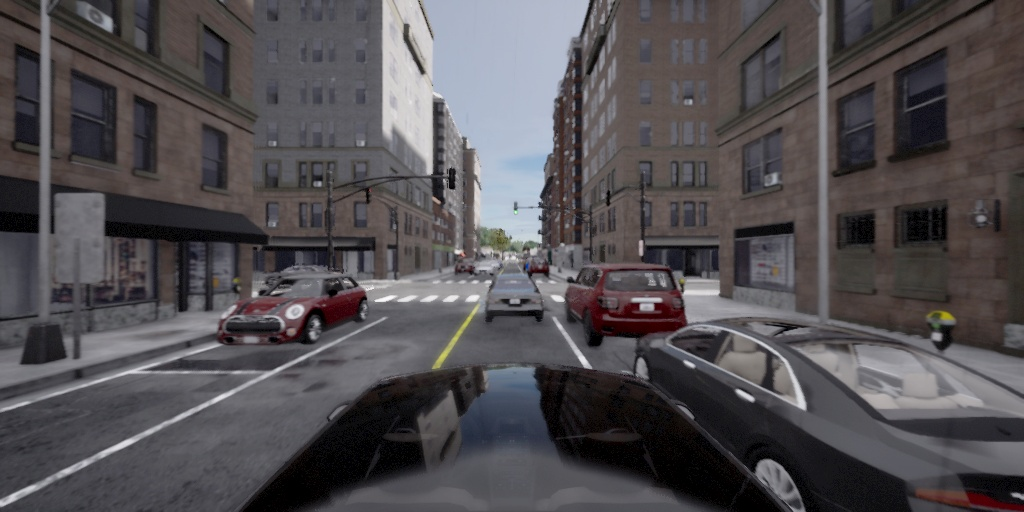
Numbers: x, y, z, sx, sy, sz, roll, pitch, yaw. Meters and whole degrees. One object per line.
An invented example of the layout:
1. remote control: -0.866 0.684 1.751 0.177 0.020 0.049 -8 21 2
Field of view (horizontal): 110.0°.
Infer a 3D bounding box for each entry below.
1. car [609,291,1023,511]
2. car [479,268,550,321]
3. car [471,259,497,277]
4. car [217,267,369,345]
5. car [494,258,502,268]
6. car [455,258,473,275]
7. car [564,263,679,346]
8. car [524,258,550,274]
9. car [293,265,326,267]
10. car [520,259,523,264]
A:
1. car: 2.637 1.306 3.711 2.007 1.370 4.403 0 0 0
2. car: 0.028 1.328 12.560 2.033 1.411 5.357 0 0 -1
3. car: -2.846 1.377 37.347 1.812 1.442 4.674 0 0 0
4. car: -5.389 1.212 9.391 1.967 1.591 4.097 0 0 0
5. car: -2.824 1.422 53.808 1.812 1.442 4.674 0 0 0
6. car: -5.425 1.178 41.951 2.192 1.841 5.009 0 0 0
7. car: 2.636 1.087 9.393 2.192 1.841 5.009 0 0 0
8. car: 2.695 1.163 36.449 2.192 1.841 5.009 0 0 0
9. car: -14.151 1.344 24.336 4.902 1.511 2.128 0 0 3
10. car: 2.680 1.209 52.961 2.192 1.841 5.009 0 0 0
